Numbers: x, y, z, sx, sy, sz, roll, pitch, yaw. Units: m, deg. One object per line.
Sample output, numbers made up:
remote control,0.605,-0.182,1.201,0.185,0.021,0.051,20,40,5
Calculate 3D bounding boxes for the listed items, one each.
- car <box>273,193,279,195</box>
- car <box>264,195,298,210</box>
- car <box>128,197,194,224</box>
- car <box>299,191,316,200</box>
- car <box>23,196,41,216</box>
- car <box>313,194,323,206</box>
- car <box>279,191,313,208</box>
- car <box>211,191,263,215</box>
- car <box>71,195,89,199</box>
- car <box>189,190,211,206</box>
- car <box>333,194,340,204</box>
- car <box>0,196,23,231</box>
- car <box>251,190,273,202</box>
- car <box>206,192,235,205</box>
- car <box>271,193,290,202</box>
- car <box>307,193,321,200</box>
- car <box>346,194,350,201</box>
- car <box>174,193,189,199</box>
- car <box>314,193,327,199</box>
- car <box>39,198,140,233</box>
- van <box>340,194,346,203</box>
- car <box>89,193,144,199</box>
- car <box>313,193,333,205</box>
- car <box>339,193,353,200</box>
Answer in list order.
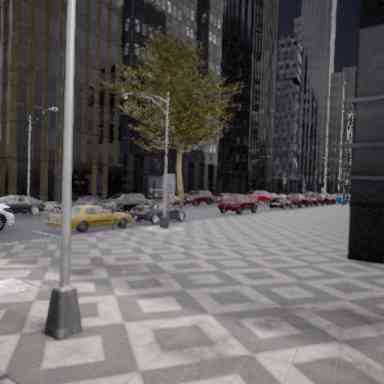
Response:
car,13.583,0.896,58.411,1.967,1.590,4.097,3,2,36
car,10.772,1.356,40.028,1.947,1.339,4.313,3,2,36
car,-2.168,1.307,22.174,2.008,1.369,4.403,3,2,36
car,26.530,0.810,76.264,2.192,1.841,5.009,3,2,36
car,-12.304,0.936,22.703,2.008,1.369,4.403,3,2,36
car,17.244,1.354,48.955,1.887,1.381,4.507,3,2,36
car,14.016,1.115,44.486,2.192,1.841,5.009,3,2,36
car,4.311,1.088,31.096,2.192,1.841,5.009,3,2,36
car,-9.069,0.959,27.167,1.947,1.339,4.313,3,2,36
car,0.646,0.734,40.552,2.192,1.841,5.009,3,2,36
car,23.714,1.373,57.882,1.887,1.381,4.507,3,2,36
car,-10.973,0.896,14.724,2.150,2.045,5.566,3,2,36
car,9.058,0.778,47.484,2.150,2.045,5.566,3,1,36
car,3.877,0.867,45.019,1.967,1.590,4.097,3,2,36
car,16.716,0.990,62.739,1.752,1.417,4.829,3,2,36
car,29.757,1.056,80.733,2.008,1.369,4.403,3,2,36
car,33.419,1.424,71.273,1.947,1.339,4.313,3,2,36
car,-2.599,0.992,36.095,1.802,1.307,4.206,3,2,36
car,32.893,1.040,85.058,1.752,1.417,4.829,3,2,36
car,-5.302,1.274,17.848,1.752,1.417,4.829,3,2,36
van,26.956,1.179,62.340,1.690,1.788,3.998,3,2,36
car,-5.660,0.862,27.318,2.097,1.767,4.553,3,2,36
car,20.487,1.134,53.413,2.192,1.841,5.009,3,2,36
car,38.403,1.134,82.836,2.128,1.511,4.902,3,2,36
